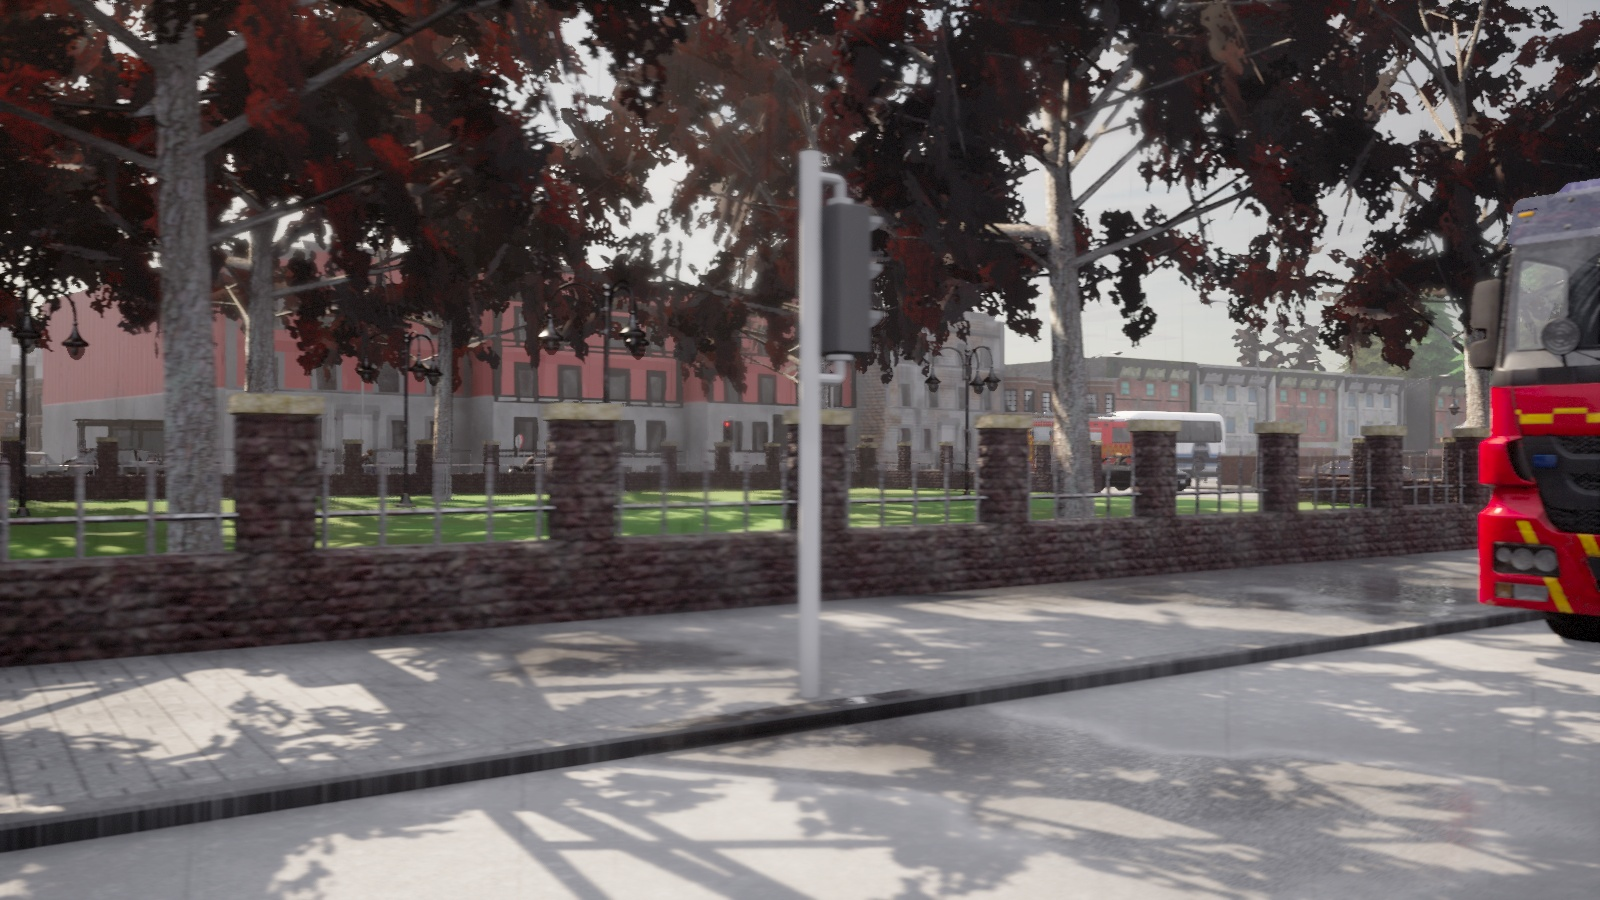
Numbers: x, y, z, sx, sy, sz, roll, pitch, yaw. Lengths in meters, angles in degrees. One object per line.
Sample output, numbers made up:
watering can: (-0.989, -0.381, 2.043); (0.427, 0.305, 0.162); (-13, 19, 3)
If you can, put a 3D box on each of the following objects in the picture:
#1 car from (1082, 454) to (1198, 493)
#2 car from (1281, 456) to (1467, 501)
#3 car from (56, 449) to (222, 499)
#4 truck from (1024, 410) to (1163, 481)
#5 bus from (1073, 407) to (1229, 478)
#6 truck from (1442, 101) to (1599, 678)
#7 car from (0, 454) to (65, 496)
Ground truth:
car: (13.478, 0.894, 49.961); (1.816, 1.474, 4.193); (0, 0, -37)
car: (19.064, 0.896, 41.962); (2.033, 1.411, 5.357); (0, 0, -37)
car: (-22.879, 0.833, 43.534); (4.856, 1.649, 2.033); (1, -1, -35)
truck: (16.755, -0.224, 71.356); (8.468, 3.827, 2.891); (0, 0, -36)
bus: (22.403, -0.416, 79.945); (10.273, 4.253, 3.944); (0, 0, -35)
truck: (8.905, -0.399, 10.601); (8.468, 3.827, 2.891); (0, 0, -38)
car: (-28.383, 0.882, 44.576); (3.806, 1.475, 1.970); (0, 0, -35)
